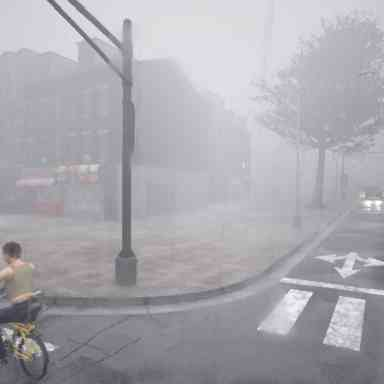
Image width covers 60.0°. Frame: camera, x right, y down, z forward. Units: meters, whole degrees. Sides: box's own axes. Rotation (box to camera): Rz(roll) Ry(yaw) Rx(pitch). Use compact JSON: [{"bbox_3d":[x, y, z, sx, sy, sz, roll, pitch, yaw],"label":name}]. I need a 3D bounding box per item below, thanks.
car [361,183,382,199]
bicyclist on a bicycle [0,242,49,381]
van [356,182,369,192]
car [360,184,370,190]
[{"bbox_3d":[23.430,-0.009,42.839,2.128,1.511,4.902,0,3,30],"label":"car"},{"bbox_3d":[-2.311,1.430,4.193,1.509,1.612,0.866,0,1,29],"label":"bicyclist on a bicycle"},{"bbox_3d":[32.830,-0.960,64.659,1.690,1.788,3.998,2,3,30],"label":"van"},{"bbox_3d":[42.135,-1.278,81.092,1.887,1.381,4.507,2,3,30],"label":"car"}]
